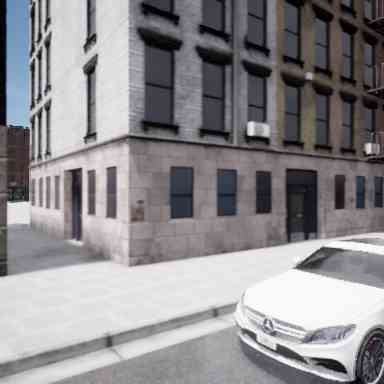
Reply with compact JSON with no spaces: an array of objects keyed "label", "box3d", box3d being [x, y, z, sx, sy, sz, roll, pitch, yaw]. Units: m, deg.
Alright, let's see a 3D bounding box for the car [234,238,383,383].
[{"label":"car","box3d":[2.795,1.532,5.369,4.674,1.442,1.812,0,0,-35]}]
